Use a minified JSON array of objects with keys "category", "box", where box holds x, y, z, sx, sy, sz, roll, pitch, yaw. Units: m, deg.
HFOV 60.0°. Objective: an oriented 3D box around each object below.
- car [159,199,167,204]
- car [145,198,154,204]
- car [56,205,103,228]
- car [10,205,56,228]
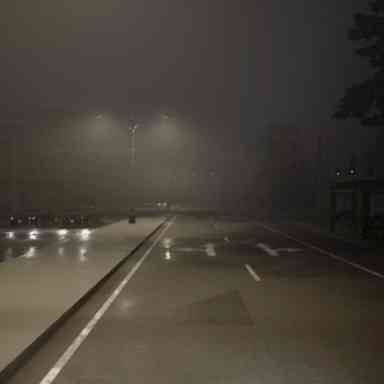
[{"category":"car","box":[-7.955,2.550,90.220,1.895,1.301,4.718,0,-1,0]},{"category":"car","box":[-11.455,2.311,90.285,2.097,1.767,4.553,0,-1,0]},{"category":"car","box":[-8.000,1.770,24.650,1.837,1.490,4.892,0,-1,0]},{"category":"car","box":[-11.504,1.770,24.645,1.837,1.490,4.892,0,-1,0]}]
